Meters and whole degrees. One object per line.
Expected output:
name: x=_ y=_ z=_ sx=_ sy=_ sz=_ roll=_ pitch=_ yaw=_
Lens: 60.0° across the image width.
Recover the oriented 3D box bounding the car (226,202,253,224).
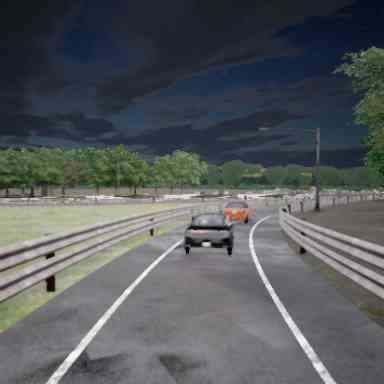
car: x=3.935 y=1.632 z=28.130 sx=2.097 sy=1.767 sz=4.553 roll=0 pitch=-1 yaw=17

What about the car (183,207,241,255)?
car: x=0.849 y=1.627 z=13.971 sx=2.128 sy=1.511 sz=4.902 roll=0 pitch=0 yaw=8
